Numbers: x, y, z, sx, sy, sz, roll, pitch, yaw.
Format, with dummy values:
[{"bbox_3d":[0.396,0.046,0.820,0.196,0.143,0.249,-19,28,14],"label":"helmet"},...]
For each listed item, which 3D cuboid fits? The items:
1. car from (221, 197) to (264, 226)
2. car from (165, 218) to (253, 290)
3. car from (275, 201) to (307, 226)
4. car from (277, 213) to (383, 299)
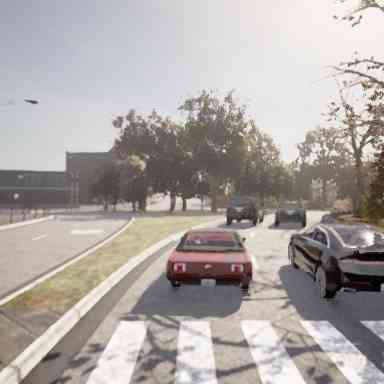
[{"bbox_3d":[4.115,1.405,25.259,2.150,2.045,5.566,-1,-1,20],"label":"car"},{"bbox_3d":[0.568,1.641,9.250,1.895,1.301,4.718,0,0,6],"label":"car"},{"bbox_3d":[7.350,1.503,24.536,2.097,1.767,4.553,-1,-1,19],"label":"car"},{"bbox_3d":[3.762,1.522,8.423,2.128,1.511,4.902,0,0,5],"label":"car"}]
